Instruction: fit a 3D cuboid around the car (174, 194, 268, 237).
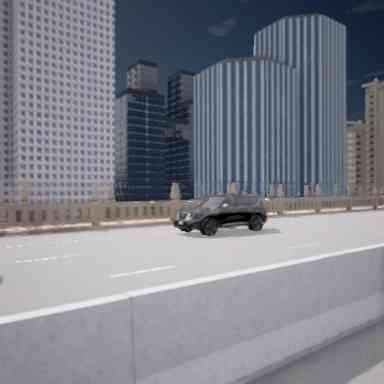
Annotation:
[{"bbox_3d":[1.699,1.167,18.101,5.566,2.045,2.150,0,0,-35],"label":"car"}]
